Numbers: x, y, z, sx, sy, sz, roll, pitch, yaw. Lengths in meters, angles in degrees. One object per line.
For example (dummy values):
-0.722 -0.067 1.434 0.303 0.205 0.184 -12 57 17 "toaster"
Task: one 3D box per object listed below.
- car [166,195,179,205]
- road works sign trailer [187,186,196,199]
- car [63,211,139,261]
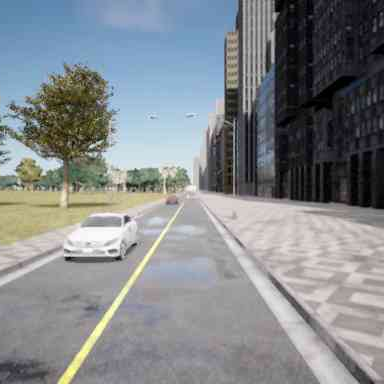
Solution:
-3.093 1.243 52.578 1.882 1.535 5.008 0 0 0 "car"
-0.042 0.052 87.044 2.380 3.560 2.880 0 0 0 "road works sign trailer"
-3.106 1.476 12.240 1.812 1.442 4.674 0 0 0 "car"
